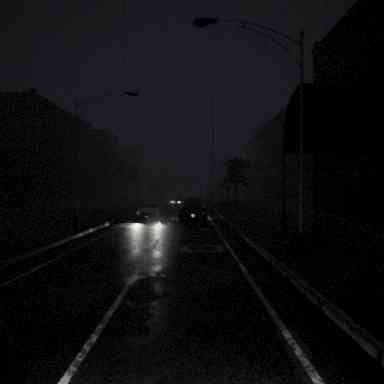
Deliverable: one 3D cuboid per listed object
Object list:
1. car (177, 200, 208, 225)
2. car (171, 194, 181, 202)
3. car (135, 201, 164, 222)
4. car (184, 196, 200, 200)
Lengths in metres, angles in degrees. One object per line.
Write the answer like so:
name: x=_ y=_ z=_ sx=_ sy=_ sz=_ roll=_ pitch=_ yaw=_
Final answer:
car: x=0.052 y=1.479 z=23.471 sx=1.994 sy=1.385 sz=4.181 roll=0 pitch=0 yaw=0
car: x=-3.139 y=1.157 z=65.910 sx=2.033 sy=1.411 sz=5.357 roll=0 pitch=0 yaw=0
car: x=-3.151 y=1.429 z=25.431 sx=1.812 sy=1.442 sz=4.674 roll=0 pitch=0 yaw=0
car: x=0.020 y=1.304 z=41.287 sx=1.837 sy=1.490 sz=4.892 roll=0 pitch=1 yaw=0
